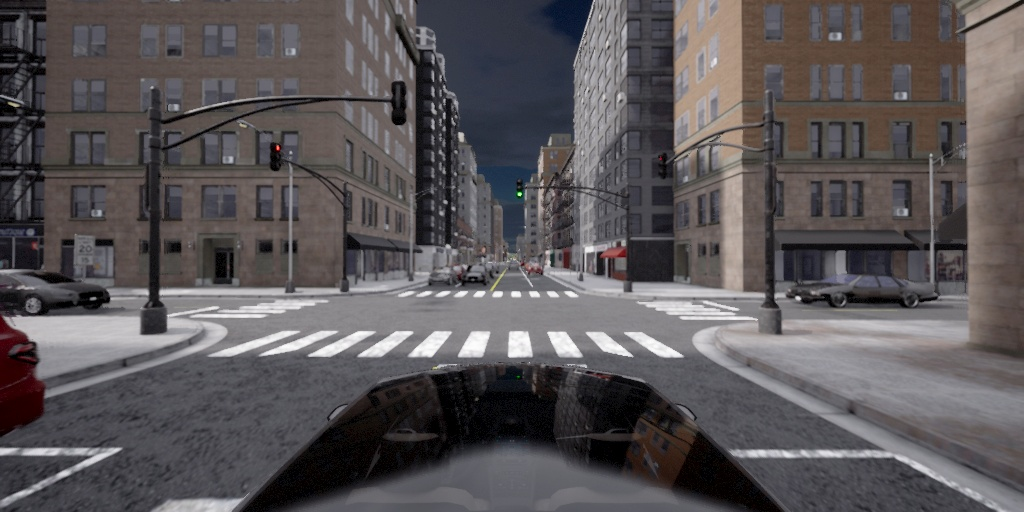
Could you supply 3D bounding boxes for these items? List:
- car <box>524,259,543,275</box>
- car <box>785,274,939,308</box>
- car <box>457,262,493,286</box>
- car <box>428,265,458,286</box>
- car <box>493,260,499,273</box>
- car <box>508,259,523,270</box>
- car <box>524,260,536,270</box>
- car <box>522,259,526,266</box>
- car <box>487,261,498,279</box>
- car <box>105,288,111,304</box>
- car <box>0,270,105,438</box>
[{"bbox_3d":[2.780,1.517,44.038,1.967,1.591,4.097,0,0,0],"label":"car"},{"bbox_3d":[15.254,1.484,15.775,5.357,1.411,2.033,0,0,0],"label":"car"},{"bbox_3d":[-2.764,1.458,27.755,1.837,1.490,4.892,0,0,0],"label":"car"},{"bbox_3d":[-5.301,1.503,27.712,2.007,1.370,4.403,0,0,0],"label":"car"},{"bbox_3d":[-2.682,1.593,47.334,2.128,1.511,4.902,0,0,0],"label":"car"},{"bbox_3d":[0.303,1.700,61.828,2.128,1.511,4.902,0,0,0],"label":"car"},{"bbox_3d":[3.202,1.583,64.699,2.097,1.767,4.553,0,0,0],"label":"car"},{"bbox_3d":[3.178,1.531,57.699,2.097,1.767,4.553,0,0,0],"label":"car"},{"bbox_3d":[-2.734,1.530,37.100,1.837,1.490,4.892,0,0,0],"label":"car"},{"bbox_3d":[-17.480,1.271,12.893,4.892,1.490,1.837,0,0,0],"label":"car"},{"bbox_3d":[-5.393,1.060,1.249,2.192,1.841,5.009,0,0,0],"label":"car"}]
